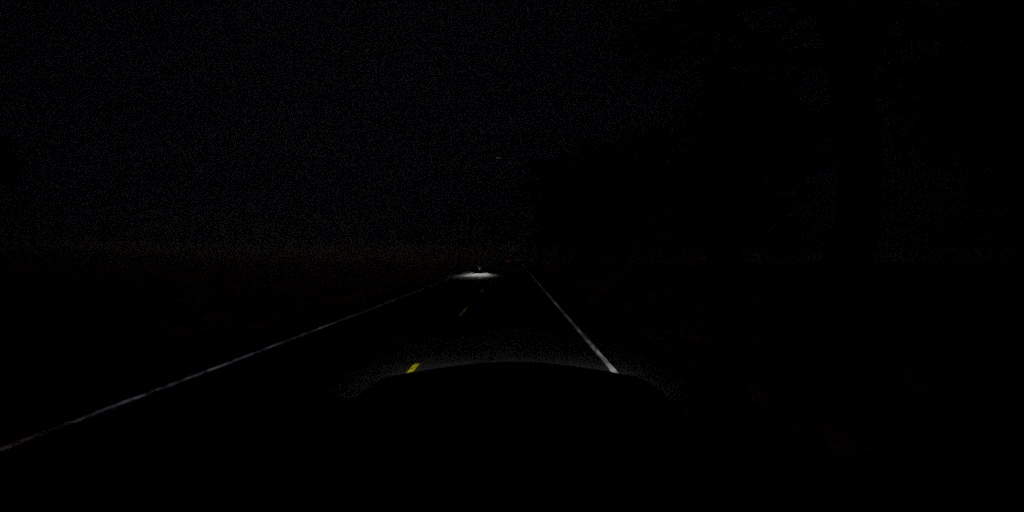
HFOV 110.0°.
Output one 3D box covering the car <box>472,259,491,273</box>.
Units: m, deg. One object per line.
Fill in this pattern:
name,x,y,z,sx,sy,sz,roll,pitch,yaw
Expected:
car,-3.422,1.083,40.639,2.128,1.511,4.902,0,0,0
